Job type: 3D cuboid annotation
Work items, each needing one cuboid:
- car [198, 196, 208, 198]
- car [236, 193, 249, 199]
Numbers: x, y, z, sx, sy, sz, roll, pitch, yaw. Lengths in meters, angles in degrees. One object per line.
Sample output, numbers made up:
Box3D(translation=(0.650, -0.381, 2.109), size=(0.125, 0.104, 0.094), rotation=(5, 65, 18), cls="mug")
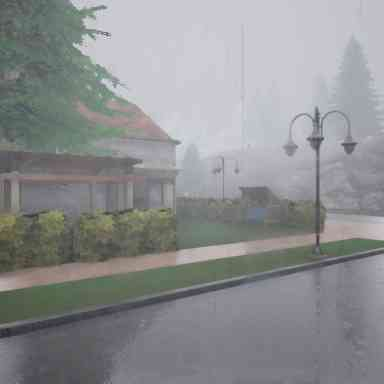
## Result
Box3D(translation=(1.254, 1.315, 45.675), size=(1.882, 1.535, 5.008), rotation=(0, 0, -35), cls="car")
Box3D(translation=(6.436, 1.059, 32.005), size=(2.150, 2.045, 5.566), rotation=(0, 0, -35), cls="car")
